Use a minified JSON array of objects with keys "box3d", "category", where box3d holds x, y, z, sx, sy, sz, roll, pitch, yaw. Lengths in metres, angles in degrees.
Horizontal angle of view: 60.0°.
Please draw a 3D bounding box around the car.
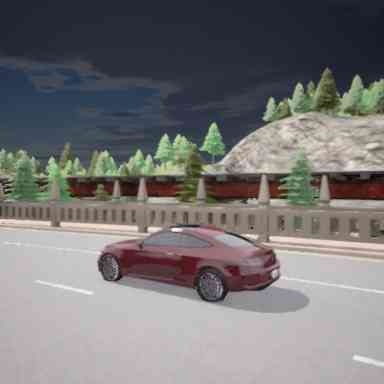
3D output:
[{"box3d":[-0.232,1.509,8.075,4.674,1.442,1.812,0,0,33],"category":"car"}]
